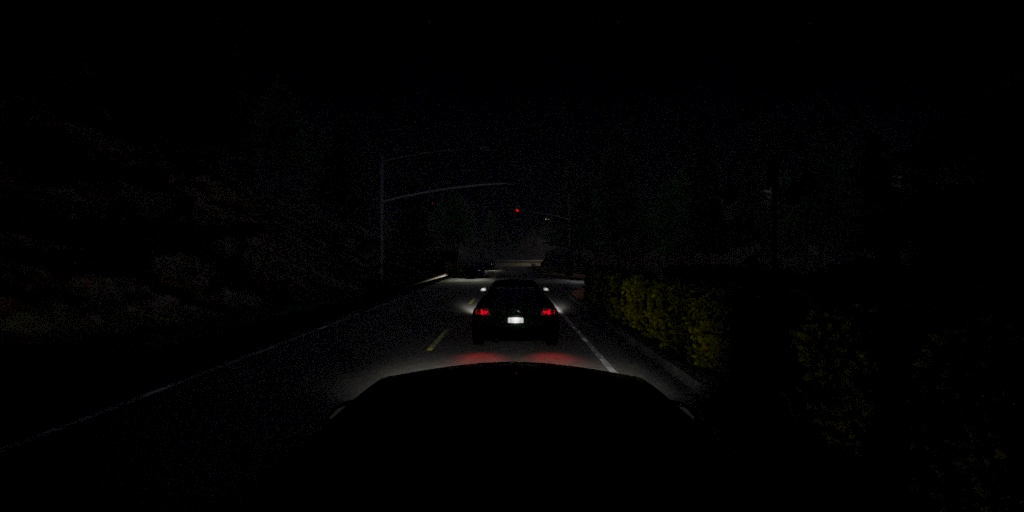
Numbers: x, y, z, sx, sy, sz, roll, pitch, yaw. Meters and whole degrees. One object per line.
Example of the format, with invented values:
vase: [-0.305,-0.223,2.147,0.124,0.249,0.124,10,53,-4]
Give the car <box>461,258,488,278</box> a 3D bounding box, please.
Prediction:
car: [-3.624,1.227,33.869,1.882,1.535,5.008,0,0,0]

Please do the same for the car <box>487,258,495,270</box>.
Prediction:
car: [-3.609,1.102,52.111,2.097,1.767,4.553,0,0,0]

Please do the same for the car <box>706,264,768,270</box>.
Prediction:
car: [17.387,1.459,25.925,5.357,1.411,2.033,0,0,0]

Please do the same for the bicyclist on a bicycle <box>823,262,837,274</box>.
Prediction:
bicyclist on a bicycle: [19.815,1.213,22.127,0.582,1.620,1.656,0,0,0]

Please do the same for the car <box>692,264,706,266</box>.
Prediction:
car: [15.485,1.404,29.596,4.902,1.511,2.128,0,0,0]

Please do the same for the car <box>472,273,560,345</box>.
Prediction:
car: [0.075,1.314,9.511,1.994,1.385,4.181,0,0,0]

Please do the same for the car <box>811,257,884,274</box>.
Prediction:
car: [28.007,1.135,29.520,5.566,2.045,2.150,0,0,1]
